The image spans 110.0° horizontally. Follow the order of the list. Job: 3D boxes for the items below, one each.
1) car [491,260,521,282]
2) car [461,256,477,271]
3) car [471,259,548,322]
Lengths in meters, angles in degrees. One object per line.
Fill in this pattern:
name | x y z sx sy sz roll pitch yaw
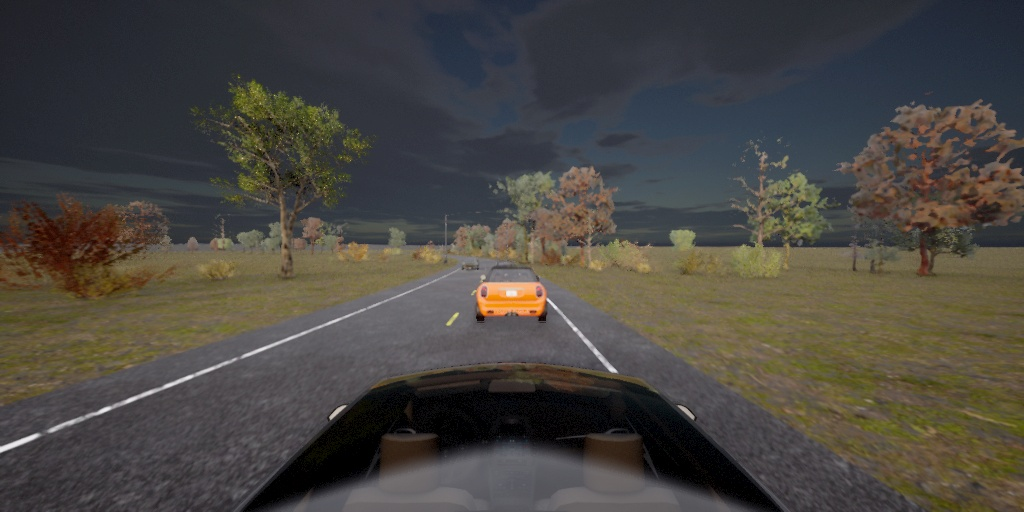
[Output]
car | -0.510 1.093 27.784 2.128 1.511 4.902 0 0 -2
car | -5.106 0.853 44.300 2.097 1.767 4.553 0 1 -4
car | -0.040 1.047 12.185 2.097 1.767 4.553 0 0 -1
